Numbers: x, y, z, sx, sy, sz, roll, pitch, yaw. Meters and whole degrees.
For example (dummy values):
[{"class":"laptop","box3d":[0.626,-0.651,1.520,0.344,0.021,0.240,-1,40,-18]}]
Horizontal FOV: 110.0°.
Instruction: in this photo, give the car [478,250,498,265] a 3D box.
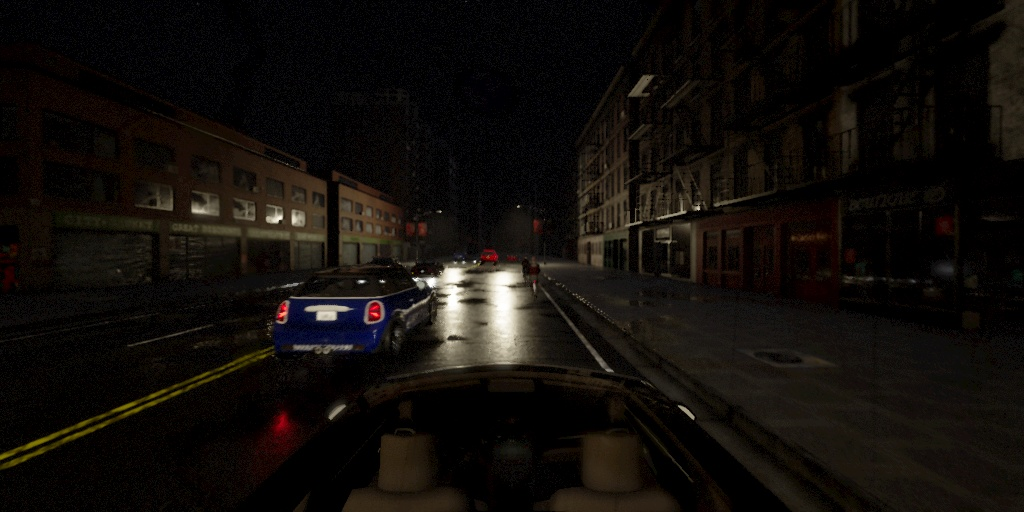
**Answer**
[{"class":"car","box3d":[-3.145,0.219,50.228,2.150,2.045,5.566,0,1,0]}]

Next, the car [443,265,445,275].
[{"class":"car","box3d":[-6.595,0.908,28.366,1.994,1.385,4.181,0,1,0]}]

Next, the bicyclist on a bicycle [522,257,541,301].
[{"class":"bicyclist on a bicycle","box3d":[0.895,0.923,14.851,0.659,1.776,1.843,0,1,0]}]

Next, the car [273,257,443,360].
[{"class":"car","box3d":[-3.151,1.004,8.221,2.097,1.767,4.553,0,1,0]}]

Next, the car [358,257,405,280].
[{"class":"car","box3d":[-9.846,0.862,27.520,1.837,1.490,4.892,0,1,0]}]
